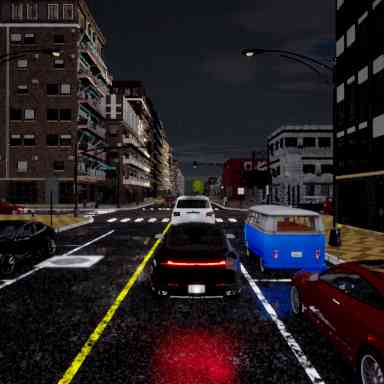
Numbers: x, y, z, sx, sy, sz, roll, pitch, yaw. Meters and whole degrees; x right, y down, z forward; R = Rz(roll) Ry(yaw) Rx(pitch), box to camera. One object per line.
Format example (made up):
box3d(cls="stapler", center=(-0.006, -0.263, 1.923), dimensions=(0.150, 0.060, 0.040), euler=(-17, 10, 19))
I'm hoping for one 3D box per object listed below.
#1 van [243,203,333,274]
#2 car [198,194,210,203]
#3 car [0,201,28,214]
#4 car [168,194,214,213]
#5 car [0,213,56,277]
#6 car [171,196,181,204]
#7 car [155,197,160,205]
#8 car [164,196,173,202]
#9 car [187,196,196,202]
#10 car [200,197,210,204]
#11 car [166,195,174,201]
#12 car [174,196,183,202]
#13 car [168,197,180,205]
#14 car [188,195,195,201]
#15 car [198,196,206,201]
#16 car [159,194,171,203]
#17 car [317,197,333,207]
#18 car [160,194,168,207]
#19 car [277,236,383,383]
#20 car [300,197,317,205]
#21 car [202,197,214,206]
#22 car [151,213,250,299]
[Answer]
box3d(cls="van", center=(2.640, 1.343, 10.247), dimensions=(1.690, 1.788, 3.998), euler=(0, 0, 0))
box3d(cls="car", center=(2.550, 1.376, 71.651), dimensions=(2.192, 1.841, 5.009), euler=(0, 0, 0))
box3d(cls="car", center=(-17.528, 1.535, 31.018), dimensions=(4.206, 1.307, 1.802), euler=(0, 0, 0))
box3d(cls="car", center=(0.052, 1.225, 18.427), dimensions=(2.150, 2.045, 5.566), euler=(0, 0, 0))
box3d(cls="car", center=(-5.708, 1.567, 10.255), dimensions=(1.947, 1.339, 4.313), euler=(0, 0, 0))
box3d(cls="car", center=(-3.151, 1.580, 68.101), dimensions=(1.812, 1.442, 4.674), euler=(0, 0, 0))
box3d(cls="car", center=(-5.809, 1.569, 60.385), dimensions=(1.752, 1.417, 4.829), euler=(0, 0, 0))
box3d(cls="car", center=(-5.854, 1.631, 82.712), dimensions=(2.008, 1.369, 4.403), euler=(0, 0, 0))
box3d(cls="car", center=(-0.163, 1.618, 81.524), dimensions=(2.033, 1.411, 5.357), euler=(0, 0, 0))
box3d(cls="car", center=(2.560, 1.634, 66.112), dimensions=(1.802, 1.307, 4.206), euler=(0, 0, 0))
box3d(cls="car", center=(-5.864, 1.617, 88.081), dimensions=(1.752, 1.417, 4.829), euler=(0, 0, 0))
box3d(cls="car", center=(-3.157, 1.624, 78.117), dimensions=(1.994, 1.385, 4.181), euler=(0, 0, 0))
box3d(cls="car", center=(-3.194, 1.643, 59.045), dimensions=(1.895, 1.301, 4.718), euler=(0, 0, 0))
box3d(cls="car", center=(-0.184, 1.640, 91.839), dimensions=(2.033, 1.411, 5.357), euler=(0, 0, 0))
box3d(cls="car", center=(2.516, 1.643, 88.268), dimensions=(2.008, 1.369, 4.403), euler=(0, 0, 0))
box3d(cls="car", center=(-5.831, 1.375, 71.634), dimensions=(2.192, 1.841, 5.009), euler=(0, 0, 0))
box3d(cls="car", center=(14.860, 1.359, 31.163), dimensions=(5.009, 1.841, 2.192), euler=(0, 0, 0))
box3d(cls="car", center=(-3.200, 1.382, 50.102), dimensions=(2.097, 1.767, 4.553), euler=(0, 0, 0))
box3d(cls="car", center=(2.651, 1.582, 4.557), dimensions=(1.802, 1.307, 4.206), euler=(0, 0, 0))
box3d(cls="car", center=(13.367, 1.559, 36.942), dimensions=(4.902, 1.511, 2.128), euler=(0, 0, 0))
box3d(cls="car", center=(2.582, 1.562, 55.203), dimensions=(1.752, 1.417, 4.829), euler=(0, 0, 0))
box3d(cls="car", center=(0.081, 1.506, 8.429), dimensions=(1.837, 1.490, 4.892), euler=(0, 0, 0))
